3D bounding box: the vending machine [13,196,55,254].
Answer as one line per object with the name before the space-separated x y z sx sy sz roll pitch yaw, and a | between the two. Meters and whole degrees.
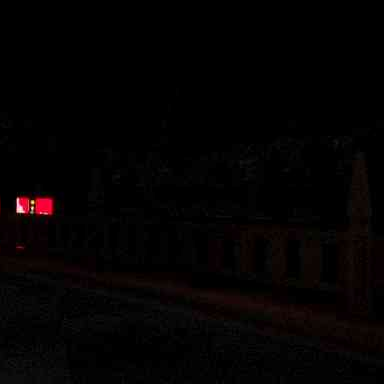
vending machine | -6.039 1.193 12.755 0.880 2.100 1.100 0 0 29
